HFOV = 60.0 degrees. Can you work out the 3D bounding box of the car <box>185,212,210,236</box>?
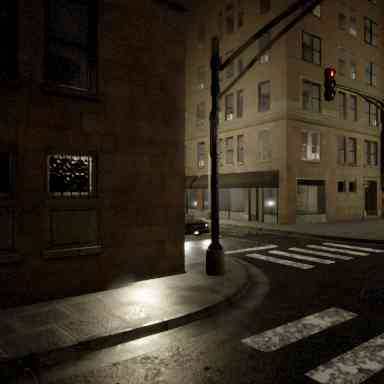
[{"bbox_3d":[-1.331,1.515,17.726,2.033,1.411,5.357,0,0,-36],"label":"car"}]
